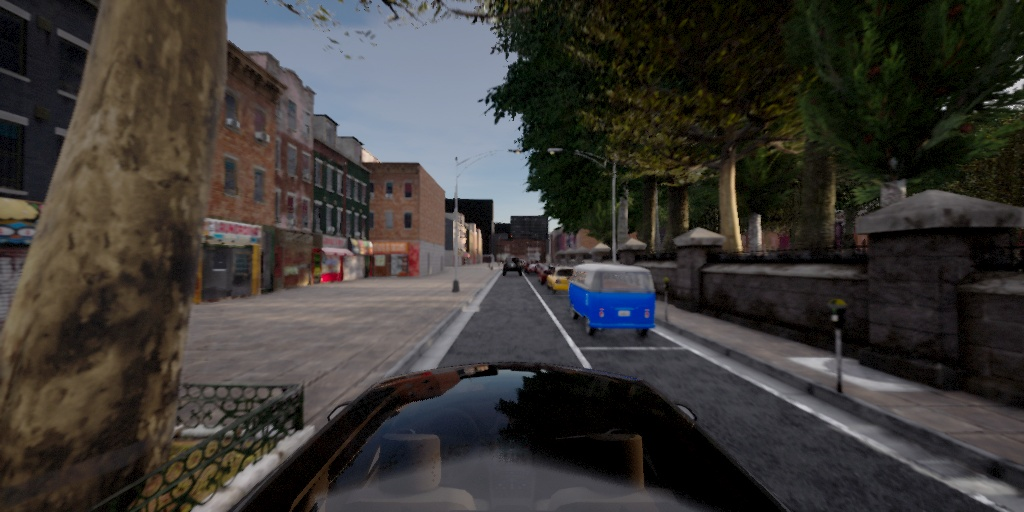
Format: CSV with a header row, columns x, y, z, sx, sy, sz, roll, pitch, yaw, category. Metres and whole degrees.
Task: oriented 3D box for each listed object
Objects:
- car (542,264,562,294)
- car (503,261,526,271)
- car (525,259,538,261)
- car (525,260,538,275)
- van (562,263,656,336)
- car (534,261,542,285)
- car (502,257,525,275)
x,y,z,sx,sy,sz,roll,pitch,yaw,category
3.029,1.290,20.779,1.801,1.575,5.366,0,0,0,car
0.458,1.589,57.903,2.033,1.411,5.357,0,0,22,car
2.649,1.298,48.451,2.192,1.841,5.009,0,0,0,car
2.648,1.532,43.002,1.802,1.307,4.207,0,0,0,car
2.641,1.126,10.307,1.690,1.789,3.998,0,0,0,van
3.021,1.343,27.589,1.882,1.535,5.008,0,0,0,car
0.068,1.163,41.858,2.150,2.045,5.566,0,-1,1,car
